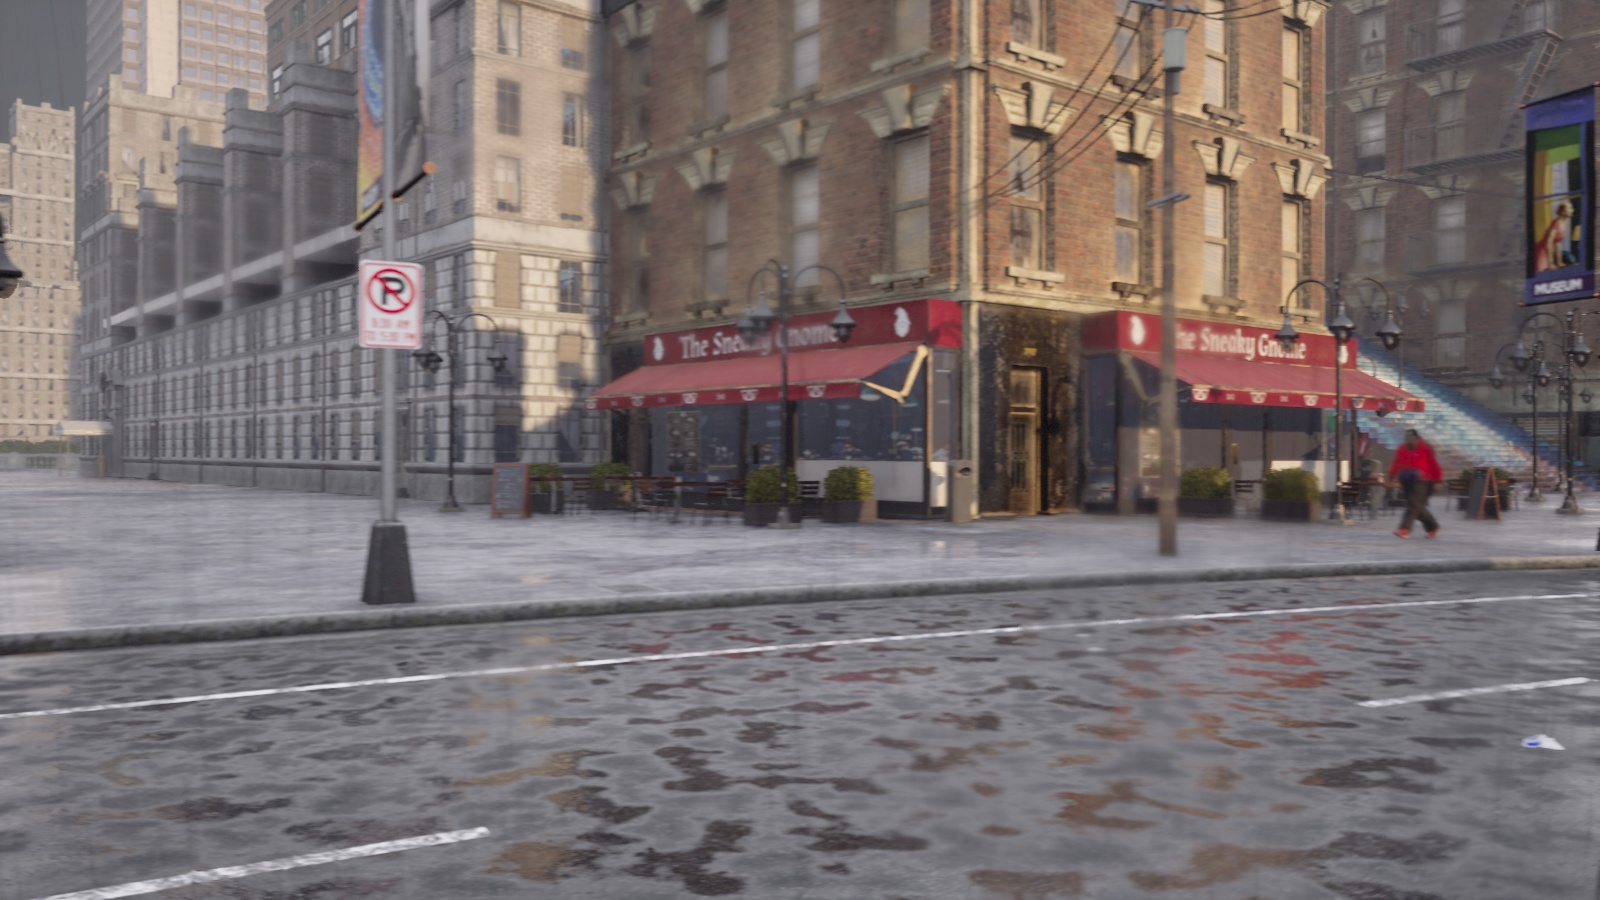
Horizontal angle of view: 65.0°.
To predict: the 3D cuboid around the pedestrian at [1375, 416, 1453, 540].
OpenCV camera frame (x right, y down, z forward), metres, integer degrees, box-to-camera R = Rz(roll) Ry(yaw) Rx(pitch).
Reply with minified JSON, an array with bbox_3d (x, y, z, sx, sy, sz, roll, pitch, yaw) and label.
[{"bbox_3d":[9.418,0.419,19.255,0.899,1.844,0.634,0,0,-22],"label":"pedestrian"}]
